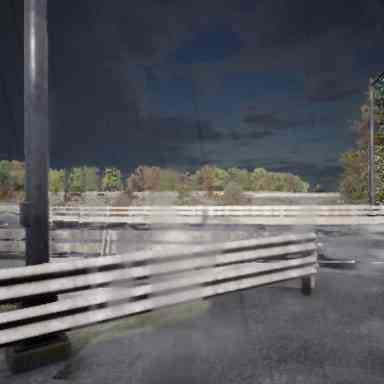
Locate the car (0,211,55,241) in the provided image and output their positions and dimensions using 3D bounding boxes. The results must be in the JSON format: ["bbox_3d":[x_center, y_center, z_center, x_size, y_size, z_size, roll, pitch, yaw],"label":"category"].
[{"bbox_3d":[-8.451,1.611,14.764,4.892,1.490,1.837,0,0,13],"label":"car"}]
